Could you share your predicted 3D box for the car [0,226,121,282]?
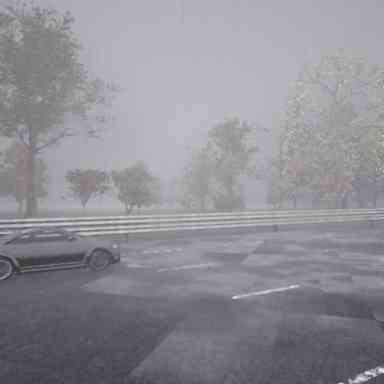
[{"bbox_3d":[-4.413,1.787,10.472,4.181,1.385,1.994,0,-1,-30],"label":"car"}]
